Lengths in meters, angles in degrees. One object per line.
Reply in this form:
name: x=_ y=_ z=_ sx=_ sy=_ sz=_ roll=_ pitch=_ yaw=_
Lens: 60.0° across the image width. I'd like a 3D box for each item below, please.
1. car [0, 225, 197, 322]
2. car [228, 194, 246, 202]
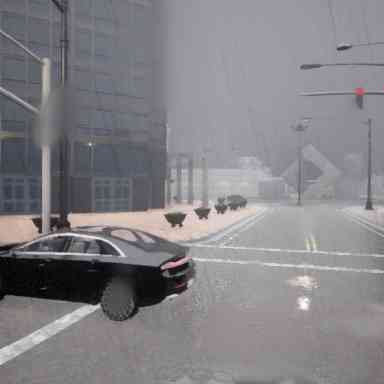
car: x=-2.327 y=1.466 z=6.922 sx=4.902 sy=1.511 sz=2.128 roll=0 pitch=0 yaw=18
car: x=8.921 y=1.276 z=65.850 sx=1.837 sy=1.490 sz=4.892 roll=-1 pitch=1 yaw=-27
